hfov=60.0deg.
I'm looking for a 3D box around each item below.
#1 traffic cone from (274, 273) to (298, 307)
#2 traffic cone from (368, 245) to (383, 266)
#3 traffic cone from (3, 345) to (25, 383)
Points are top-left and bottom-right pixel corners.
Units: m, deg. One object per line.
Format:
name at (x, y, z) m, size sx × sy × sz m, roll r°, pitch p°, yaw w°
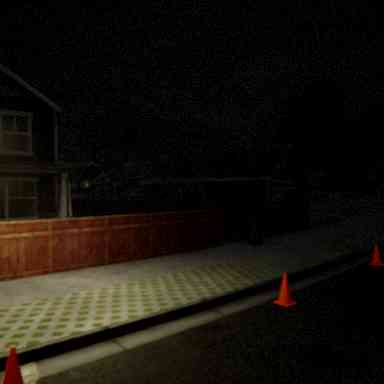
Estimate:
traffic cone at (1.859, 1.911, 6.614) m, size 0.340 × 0.580 × 0.340 m, roll -1°, pitch 0°, yaw -40°
traffic cone at (5.459, 1.860, 9.858) m, size 0.340 × 0.580 × 0.340 m, roll -1°, pitch 0°, yaw -44°
traffic cone at (-1.934, 1.963, 3.600) m, size 0.340 × 0.580 × 0.340 m, roll -1°, pitch 0°, yaw -37°
